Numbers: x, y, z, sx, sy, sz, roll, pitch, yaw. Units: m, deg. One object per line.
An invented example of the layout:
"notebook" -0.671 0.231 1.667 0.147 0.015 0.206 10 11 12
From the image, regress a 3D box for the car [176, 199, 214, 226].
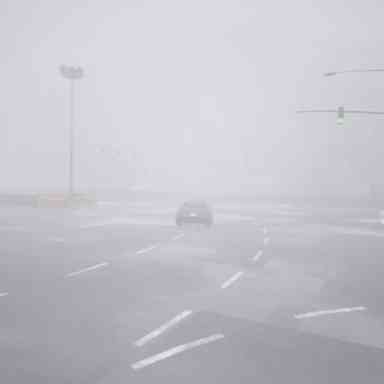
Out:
"car" 0.270 1.122 19.501 1.994 1.385 4.181 1 1 6
